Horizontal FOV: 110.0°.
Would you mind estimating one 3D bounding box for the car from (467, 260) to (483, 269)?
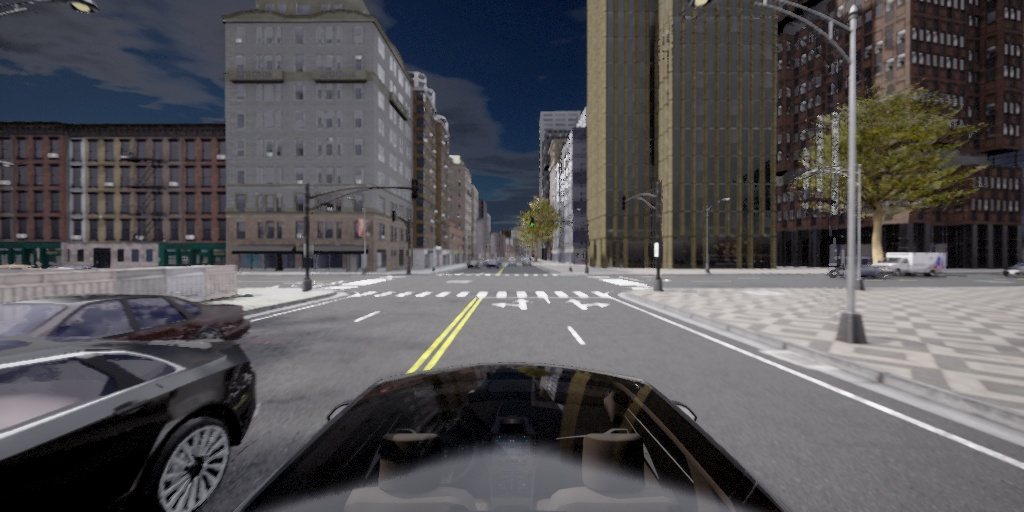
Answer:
[{"bbox_3d":[-6.518,1.444,60.948,1.837,1.490,4.892,0,0,1],"label":"car"}]

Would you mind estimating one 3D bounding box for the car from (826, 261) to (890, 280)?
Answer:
[{"bbox_3d":[31.212,1.405,32.679,4.181,1.385,1.994,0,0,-5],"label":"car"}]

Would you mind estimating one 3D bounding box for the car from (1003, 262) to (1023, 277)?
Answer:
[{"bbox_3d":[50.549,1.358,34.827,4.902,1.511,2.128,0,0,-8],"label":"car"}]

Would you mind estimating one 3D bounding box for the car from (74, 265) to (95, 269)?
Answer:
[{"bbox_3d":[-34.242,1.395,28.156,5.357,1.411,2.033,0,0,0],"label":"car"}]

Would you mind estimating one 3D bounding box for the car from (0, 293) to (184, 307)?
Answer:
[{"bbox_3d":[-6.586,1.308,5.386,2.033,1.411,5.357,0,0,0],"label":"car"}]

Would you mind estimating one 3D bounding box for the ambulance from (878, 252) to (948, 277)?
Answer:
[{"bbox_3d":[40.591,0.850,36.781,6.366,2.431,2.351,0,0,-7],"label":"ambulance"}]

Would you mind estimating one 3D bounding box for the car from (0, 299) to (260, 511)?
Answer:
[{"bbox_3d":[-3.343,1.240,1.394,2.128,1.511,4.902,0,0,0],"label":"car"}]

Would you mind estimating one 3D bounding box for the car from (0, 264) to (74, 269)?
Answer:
[{"bbox_3d":[-34.265,1.348,24.907,5.008,1.535,1.882,0,0,0],"label":"car"}]

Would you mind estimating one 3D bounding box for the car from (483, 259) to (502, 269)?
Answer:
[{"bbox_3d":[-3.271,1.293,61.104,2.097,1.767,4.553,0,0,1],"label":"car"}]
